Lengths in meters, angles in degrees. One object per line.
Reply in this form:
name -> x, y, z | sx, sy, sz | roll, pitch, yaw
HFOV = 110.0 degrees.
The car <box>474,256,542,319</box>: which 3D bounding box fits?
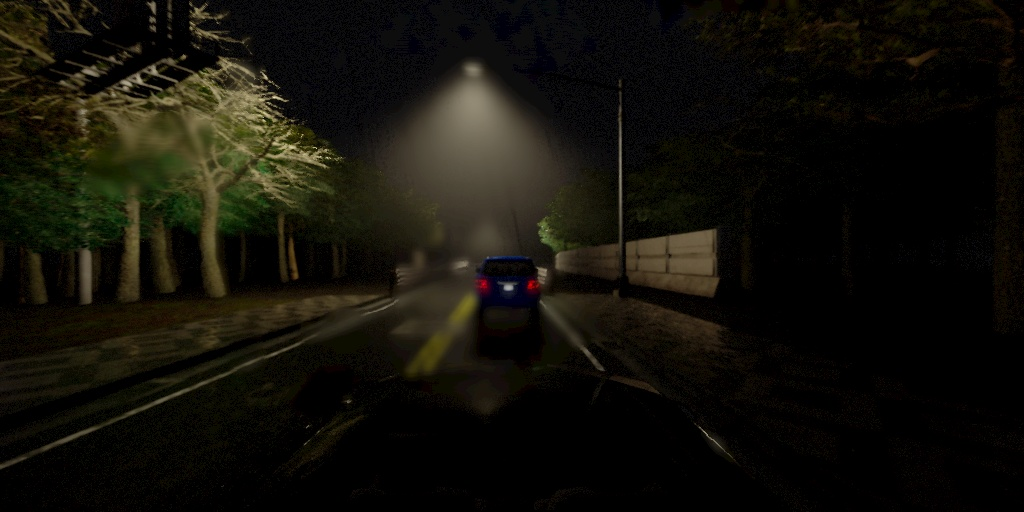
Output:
car -> -0.158, 1.034, 13.308 | 2.150, 2.045, 5.566 | 0, 0, -1
